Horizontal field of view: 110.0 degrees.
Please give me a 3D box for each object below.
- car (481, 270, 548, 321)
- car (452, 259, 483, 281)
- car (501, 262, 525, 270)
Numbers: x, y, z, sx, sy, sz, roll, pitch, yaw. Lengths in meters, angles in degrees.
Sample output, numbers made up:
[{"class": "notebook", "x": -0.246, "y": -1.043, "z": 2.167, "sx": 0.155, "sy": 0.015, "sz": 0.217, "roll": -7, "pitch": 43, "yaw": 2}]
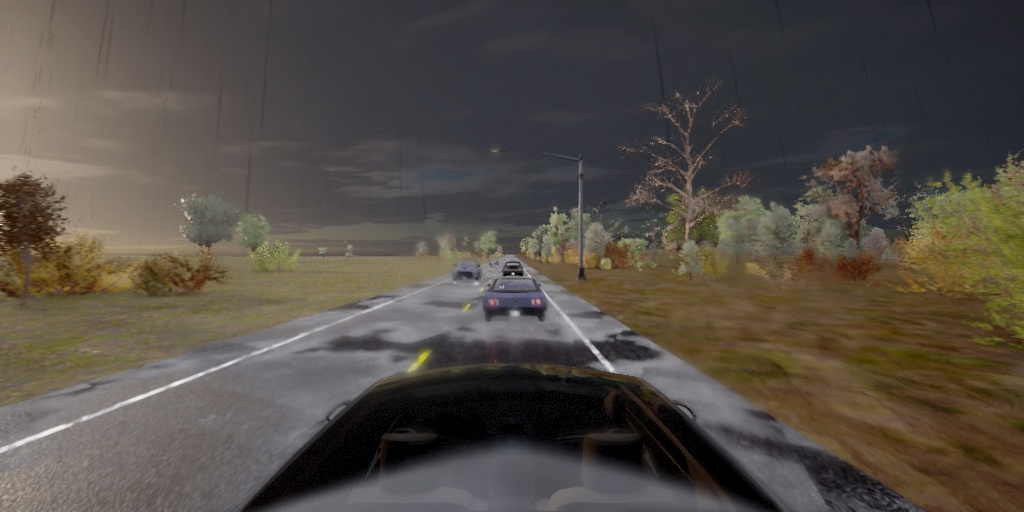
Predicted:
[{"class": "car", "x": 0.098, "y": 1.349, "z": 12.426, "sx": 1.895, "sy": 1.301, "sz": 4.718, "roll": 0, "pitch": 0, "yaw": 0}, {"class": "car", "x": -3.605, "y": 1.090, "z": 29.577, "sx": 2.097, "sy": 1.767, "sz": 4.553, "roll": 0, "pitch": 0, "yaw": 0}, {"class": "car", "x": 0.091, "y": 1.241, "z": 32.546, "sx": 1.837, "sy": 1.490, "sz": 4.892, "roll": 0, "pitch": 0, "yaw": 0}]
